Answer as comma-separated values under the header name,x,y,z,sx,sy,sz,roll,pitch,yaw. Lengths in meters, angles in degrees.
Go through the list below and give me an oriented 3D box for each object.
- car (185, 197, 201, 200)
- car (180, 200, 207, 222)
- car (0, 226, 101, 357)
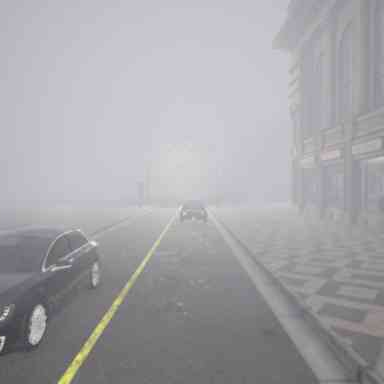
name,x,y,z,sx,sy,sz,roll,pitch,yaw
car,0.120,1.288,40.101,2.128,1.511,4.902,0,0,0
car,0.114,1.481,24.762,1.895,1.301,4.718,0,0,0
car,-3.095,1.478,6.197,1.837,1.490,4.892,0,0,0
